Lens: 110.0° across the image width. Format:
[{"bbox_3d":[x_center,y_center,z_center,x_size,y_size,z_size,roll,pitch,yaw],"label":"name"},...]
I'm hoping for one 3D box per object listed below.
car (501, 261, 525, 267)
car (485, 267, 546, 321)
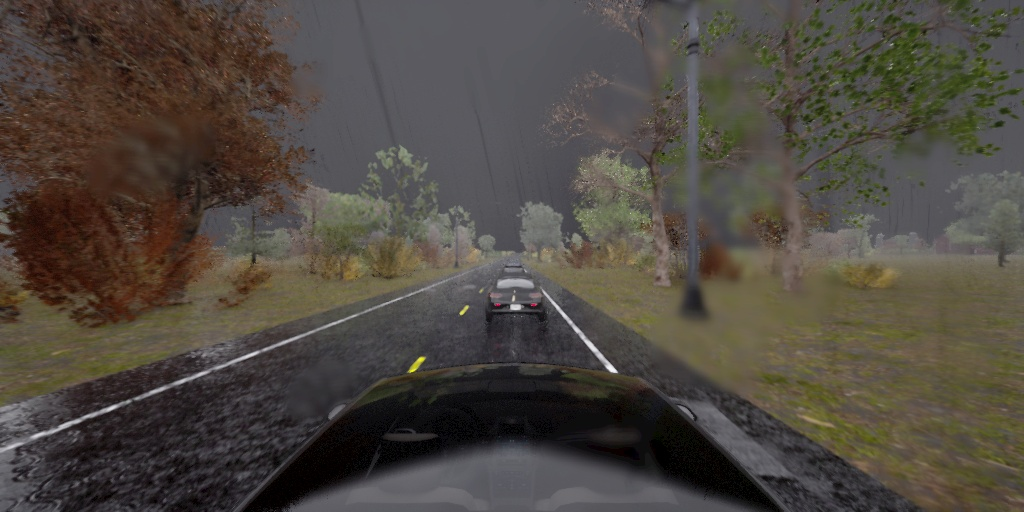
[{"bbox_3d":[0.114,1.209,30.854,2.128,1.511,4.902,0,0,0],"label":"car"},{"bbox_3d":[0.106,1.269,12.342,1.812,1.442,4.674,0,0,0],"label":"car"}]
